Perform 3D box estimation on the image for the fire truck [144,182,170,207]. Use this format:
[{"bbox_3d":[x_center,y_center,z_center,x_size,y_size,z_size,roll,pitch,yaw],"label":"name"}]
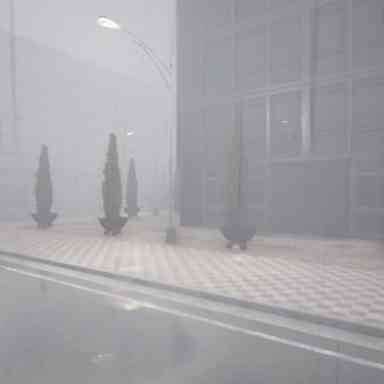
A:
[{"bbox_3d":[-3.780,0.372,53.153,2.891,3.827,8.468,0,0,36],"label":"fire truck"}]
